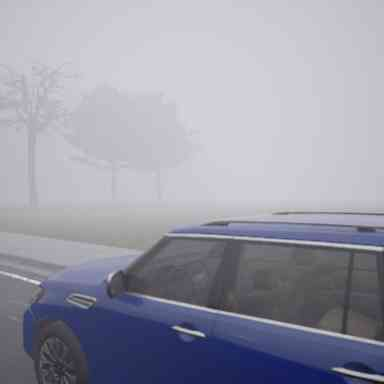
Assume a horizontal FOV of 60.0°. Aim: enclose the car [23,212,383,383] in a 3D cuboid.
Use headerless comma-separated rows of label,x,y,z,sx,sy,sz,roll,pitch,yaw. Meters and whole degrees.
car,0.660,1.225,3.220,5.566,2.045,2.150,0,0,35
